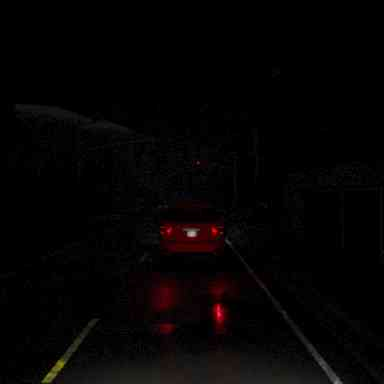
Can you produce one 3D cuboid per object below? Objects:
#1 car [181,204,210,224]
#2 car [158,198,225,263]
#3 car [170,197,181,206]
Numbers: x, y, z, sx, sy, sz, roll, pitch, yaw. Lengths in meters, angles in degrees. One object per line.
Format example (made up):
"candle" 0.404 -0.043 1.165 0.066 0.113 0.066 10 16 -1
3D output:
"car" 0.383 1.811 28.856 1.812 1.442 4.674 0 0 9
"car" 0.004 1.350 12.589 2.150 2.045 5.566 0 0 0
"car" -3.529 2.055 71.007 2.097 1.767 4.553 0 -1 0
